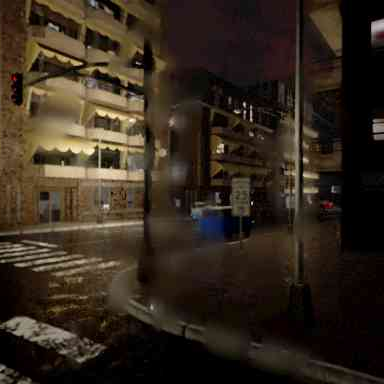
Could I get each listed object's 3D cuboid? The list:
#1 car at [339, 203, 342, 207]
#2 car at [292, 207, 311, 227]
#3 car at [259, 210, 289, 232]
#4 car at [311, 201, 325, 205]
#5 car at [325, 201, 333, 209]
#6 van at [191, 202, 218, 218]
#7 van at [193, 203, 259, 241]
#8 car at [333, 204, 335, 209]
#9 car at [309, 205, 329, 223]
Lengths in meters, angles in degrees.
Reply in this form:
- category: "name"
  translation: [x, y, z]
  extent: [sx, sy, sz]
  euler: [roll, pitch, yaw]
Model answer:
- category: "car"
  translation: [39.746, 3.370, 86.936]
  extent: [1.752, 1.417, 4.829]
  euler: [-1, -2, 35]
- category: "car"
  translation: [8.311, 2.154, 28.019]
  extent: [1.802, 1.307, 4.206]
  euler: [-1, -2, 35]
- category: "car"
  translation: [5.113, 2.032, 23.497]
  extent: [1.947, 1.339, 4.313]
  euler: [-1, -2, 35]
- category: "car"
  translation: [23.851, 2.883, 64.457]
  extent: [1.802, 1.307, 4.206]
  euler: [-1, -2, 35]
- category: "car"
  translation: [27.049, 2.722, 68.986]
  extent: [2.192, 1.841, 5.009]
  euler: [-1, -2, 35]
- category: "van"
  translation: [1.464, 1.897, 32.802]
  extent: [1.690, 1.788, 3.998]
  euler: [-1, -2, 35]
- category: "van"
  translation: [2.052, 1.700, 18.882]
  extent: [1.690, 1.788, 3.998]
  euler: [-1, -2, 35]
- category: "car"
  translation: [30.248, 3.058, 73.503]
  extent: [1.887, 1.381, 4.507]
  euler: [-1, -2, 35]
- category: "car"
  translation: [11.509, 2.230, 32.544]
  extent: [2.008, 1.369, 4.403]
  euler: [-1, -2, 35]
